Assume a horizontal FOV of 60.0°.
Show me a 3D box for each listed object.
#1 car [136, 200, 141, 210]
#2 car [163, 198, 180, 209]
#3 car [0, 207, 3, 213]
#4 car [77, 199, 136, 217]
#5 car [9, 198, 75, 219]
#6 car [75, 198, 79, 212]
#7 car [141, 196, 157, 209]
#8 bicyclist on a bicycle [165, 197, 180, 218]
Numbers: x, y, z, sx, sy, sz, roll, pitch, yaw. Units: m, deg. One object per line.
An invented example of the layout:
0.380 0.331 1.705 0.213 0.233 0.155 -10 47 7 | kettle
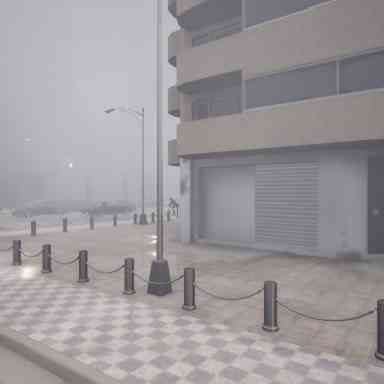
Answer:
-8.007 1.508 36.295 1.994 1.385 4.181 0 0 36 | car
-1.517 1.508 45.235 1.994 1.385 4.181 0 0 36 | car
-18.617 1.545 27.644 1.895 1.301 4.718 0 0 36 | car
-7.689 1.545 30.416 1.895 1.301 4.718 0 0 36 | car
-13.239 1.436 29.078 2.128 1.511 4.902 0 0 36 | car
-13.135 1.449 35.184 1.837 1.490 4.892 0 0 36 | car
-5.882 1.297 45.181 2.097 1.767 4.553 0 0 35 | car
-1.539 1.246 26.504 1.656 1.620 0.582 0 0 36 | bicyclist on a bicycle
